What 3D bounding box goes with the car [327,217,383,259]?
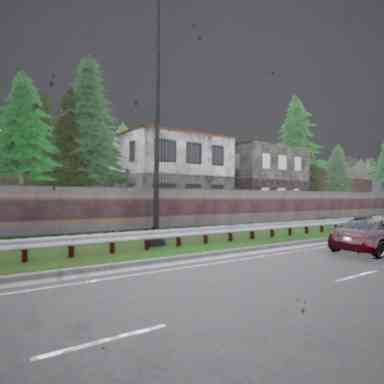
[{"bbox_3d":[7.346,1.711,13.379,4.181,1.385,1.994,1,0,-35],"label":"car"}]
